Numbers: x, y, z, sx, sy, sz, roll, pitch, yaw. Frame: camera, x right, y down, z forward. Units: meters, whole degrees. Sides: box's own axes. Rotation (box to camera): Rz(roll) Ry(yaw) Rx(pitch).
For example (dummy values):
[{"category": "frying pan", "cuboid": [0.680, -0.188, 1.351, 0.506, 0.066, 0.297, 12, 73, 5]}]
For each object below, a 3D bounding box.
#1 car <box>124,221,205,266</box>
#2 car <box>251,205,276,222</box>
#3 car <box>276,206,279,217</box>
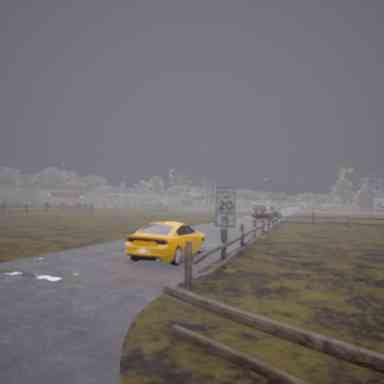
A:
[{"category": "car", "cuboid": [-0.912, 1.966, 13.885, 1.882, 1.535, 5.008, 2, -1, 19]}, {"category": "car", "cuboid": [8.924, 2.699, 42.052, 2.150, 2.045, 5.566, 2, -1, 20]}, {"category": "car", "cuboid": [12.293, 3.053, 51.882, 2.150, 2.045, 5.566, 2, -1, 19]}]
